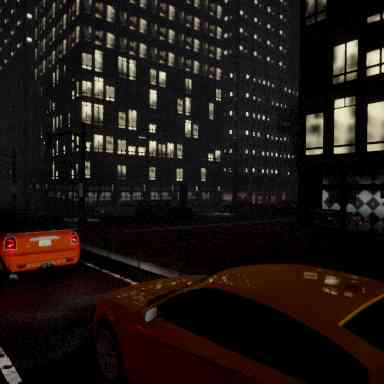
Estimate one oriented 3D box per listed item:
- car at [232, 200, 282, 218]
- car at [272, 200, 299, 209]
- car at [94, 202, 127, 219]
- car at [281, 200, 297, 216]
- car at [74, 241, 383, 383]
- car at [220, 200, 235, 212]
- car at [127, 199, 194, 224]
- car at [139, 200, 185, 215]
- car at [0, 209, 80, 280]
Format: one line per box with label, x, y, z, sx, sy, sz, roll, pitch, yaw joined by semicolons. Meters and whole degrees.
car;6.660;1.832;33.906;4.829;1.417;1.752;1;0;-39
car;14.336;1.881;50.979;4.313;1.339;1.947;1;0;-39
car;-6.602;1.634;30.579;4.674;1.442;1.812;0;1;-38
car;10.899;1.935;37.363;4.206;1.307;1.802;1;0;-39
car;0.749;1.476;3.245;1.882;1.535;5.008;0;0;-40
car;5.532;1.749;40.442;4.892;1.490;1.837;1;0;-39
car;-2.211;1.523;26.669;5.009;1.841;2.192;1;0;-39
car;-3.272;1.647;36.619;4.829;1.417;1.752;1;0;-39
car;-5.193;1.347;10.285;2.097;1.767;4.553;0;0;-40
